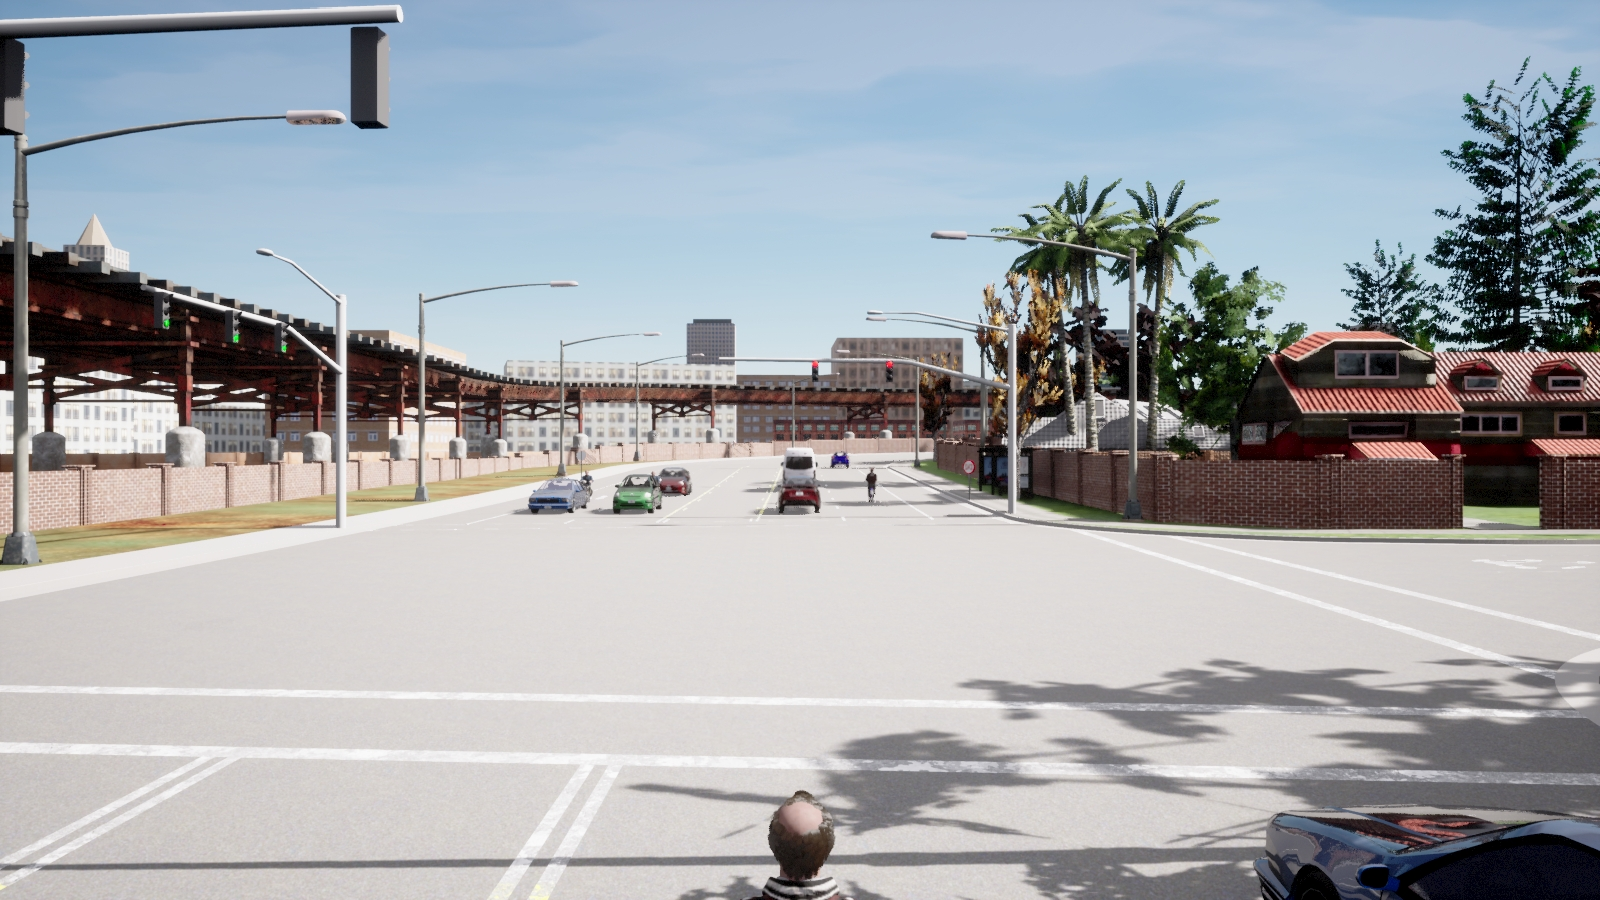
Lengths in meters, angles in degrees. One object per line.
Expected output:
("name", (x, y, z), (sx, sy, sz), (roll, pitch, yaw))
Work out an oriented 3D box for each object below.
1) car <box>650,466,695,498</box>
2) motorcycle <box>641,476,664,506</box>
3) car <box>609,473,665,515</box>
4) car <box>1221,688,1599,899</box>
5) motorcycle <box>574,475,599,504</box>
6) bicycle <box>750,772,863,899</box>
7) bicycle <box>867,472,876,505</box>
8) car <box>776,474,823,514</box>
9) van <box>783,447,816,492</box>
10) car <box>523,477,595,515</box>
("car", (-7.042, 1.747, 63.470), (2.007, 1.525, 4.514), (0, 1, 0))
("motorcycle", (-7.053, 1.947, 54.746), (0.856, 1.341, 1.805), (0, 1, 0))
("car", (-7.031, 1.877, 49.699), (1.851, 1.617, 3.988), (0, 1, 0))
("car", (3.467, 2.106, 4.038), (2.033, 1.411, 5.357), (0, 0, 1))
("motorcycle", (-10.476, 1.934, 56.002), (0.856, 1.341, 1.805), (0, 1, 1))
("bicycle", (0.019, 2.048, 3.681), (0.329, 1.496, 1.835), (0, 0, 0))
("bicycle", (3.481, 1.858, 55.418), (0.329, 1.496, 1.835), (0, 1, 0))
("car", (-0.030, 1.907, 50.401), (2.007, 1.525, 4.514), (0, 1, 0))
("van", (-0.034, 1.132, 70.100), (1.988, 2.561, 5.915), (0, 1, 0))
("car", (-10.533, 1.979, 50.381), (2.033, 1.411, 5.357), (0, 1, 0))
